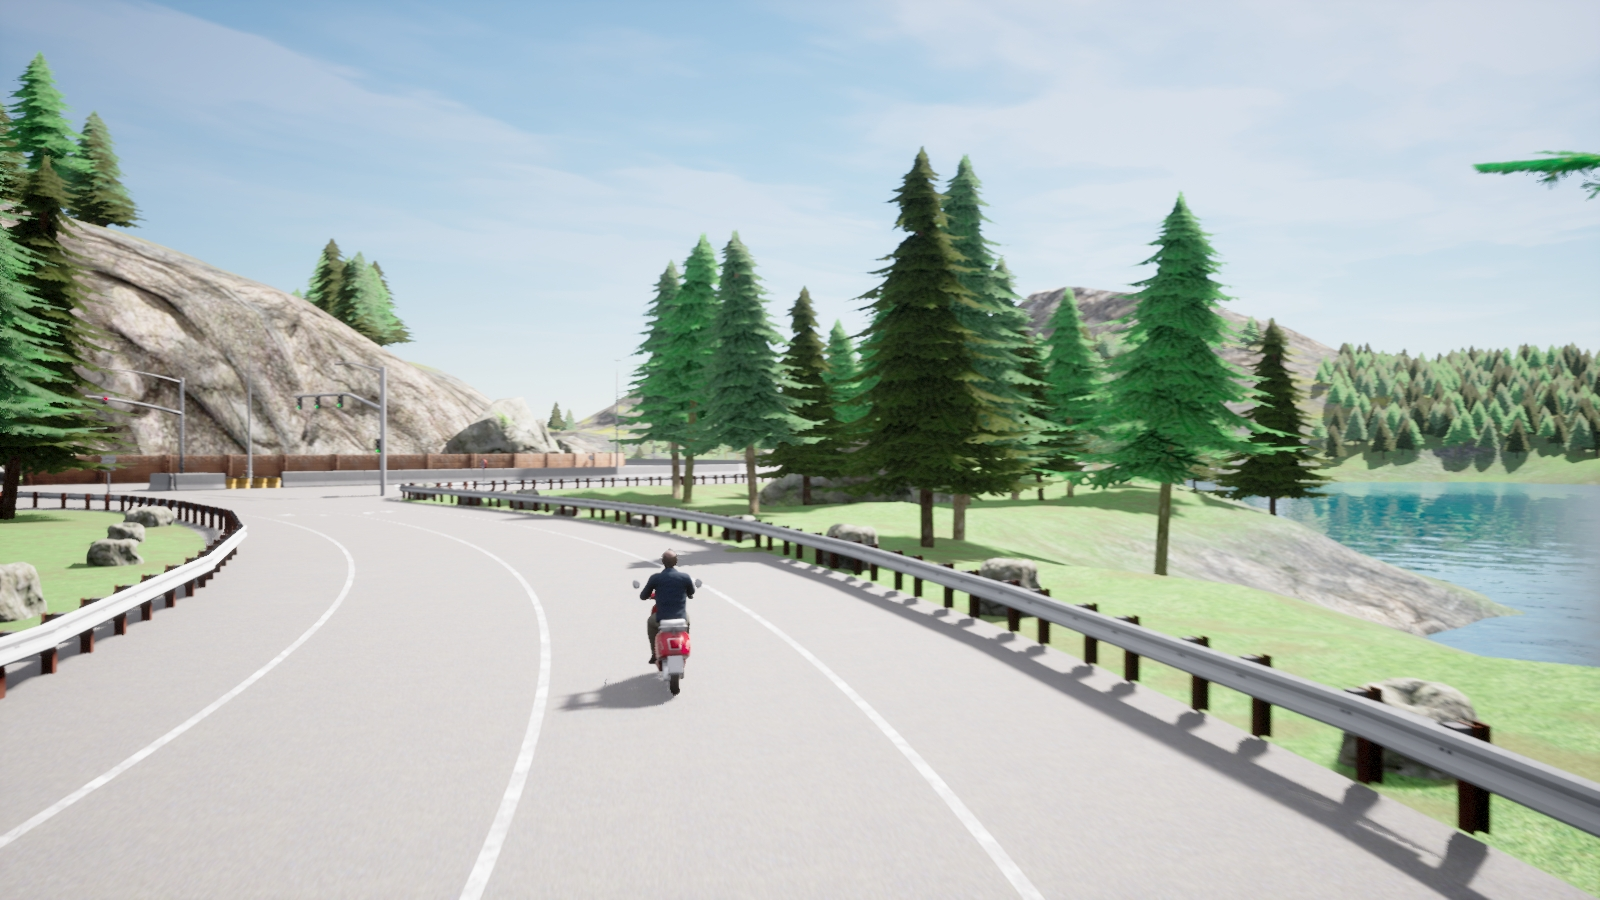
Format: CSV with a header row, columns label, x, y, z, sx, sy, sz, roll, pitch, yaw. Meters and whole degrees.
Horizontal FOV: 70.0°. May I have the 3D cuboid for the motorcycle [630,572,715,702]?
label,x,y,z,sx,sy,sz,roll,pitch,yaw
motorcycle,-1.559,2.183,13.683,0.856,1.236,1.805,-1,0,-11
